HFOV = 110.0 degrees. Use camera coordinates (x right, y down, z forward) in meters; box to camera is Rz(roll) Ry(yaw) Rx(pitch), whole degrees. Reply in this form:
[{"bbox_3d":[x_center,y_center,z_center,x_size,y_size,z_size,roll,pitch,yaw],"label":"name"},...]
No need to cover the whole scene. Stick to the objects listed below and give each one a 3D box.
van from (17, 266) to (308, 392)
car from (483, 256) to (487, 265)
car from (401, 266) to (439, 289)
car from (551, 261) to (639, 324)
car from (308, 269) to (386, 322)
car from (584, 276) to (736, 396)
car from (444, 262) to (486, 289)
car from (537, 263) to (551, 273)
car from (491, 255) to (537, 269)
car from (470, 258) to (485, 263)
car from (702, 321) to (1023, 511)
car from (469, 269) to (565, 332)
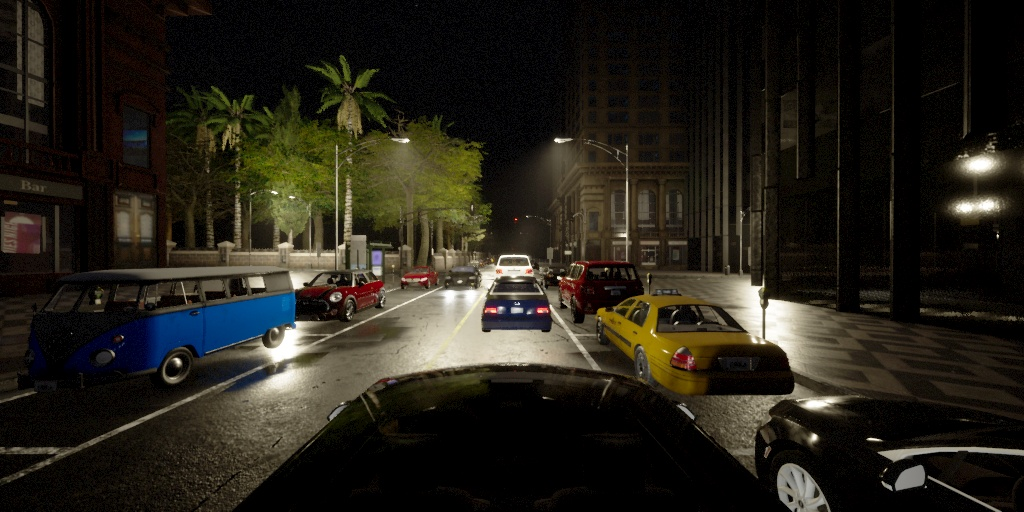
[{"bbox_3d":[-5.761,1.090,6.526,1.690,1.789,3.998,0,0,0],"label":"van"},{"bbox_3d":[-5.733,1.159,60.085,1.967,1.591,4.097,0,0,0],"label":"car"},{"bbox_3d":[-5.753,1.327,22.805,1.802,1.307,4.207,0,0,0],"label":"car"},{"bbox_3d":[2.767,1.063,11.932,2.192,1.841,5.009,0,0,0],"label":"car"},{"bbox_3d":[-5.758,1.188,11.952,1.967,1.591,4.097,0,0,0],"label":"car"},{"bbox_3d":[2.765,1.275,6.677,1.751,1.417,4.829,0,0,0],"label":"car"},{"bbox_3d":[-3.000,1.309,22.699,1.994,1.385,4.181,0,0,0],"label":"car"},{"bbox_3d":[2.773,1.310,22.783,1.948,1.339,4.313,0,0,0],"label":"car"},{"bbox_3d":[0.110,0.968,21.324,2.150,2.045,5.566,0,0,0],"label":"car"},{"bbox_3d":[-5.736,1.274,54.664,2.007,1.370,4.403,0,0,0],"label":"car"},{"bbox_3d":[2.762,1.300,1.082,2.007,1.370,4.403,0,0,0],"label":"car"},{"bbox_3d":[0.107,1.296,10.753,2.033,1.411,5.357,0,0,0],"label":"car"}]
